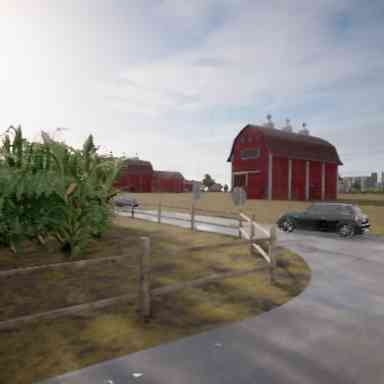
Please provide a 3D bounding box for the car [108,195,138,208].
[{"bbox_3d":[-8.098,1.055,38.410,2.033,1.411,5.357,2,0,-35],"label":"car"}]

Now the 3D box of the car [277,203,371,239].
[{"bbox_3d":[6.940,1.364,17.841,4.553,1.767,2.097,1,0,41],"label":"car"}]
